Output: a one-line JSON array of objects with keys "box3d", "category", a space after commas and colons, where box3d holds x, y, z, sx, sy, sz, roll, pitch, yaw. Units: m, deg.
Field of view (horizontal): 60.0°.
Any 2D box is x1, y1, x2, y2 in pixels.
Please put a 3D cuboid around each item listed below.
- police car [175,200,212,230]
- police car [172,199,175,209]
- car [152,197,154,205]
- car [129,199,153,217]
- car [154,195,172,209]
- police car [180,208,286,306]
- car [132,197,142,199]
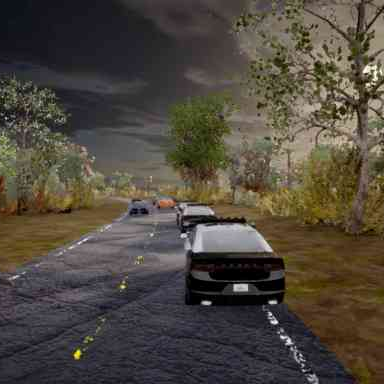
[{"box3d": [0.241, 1.424, 18.310, 1.930, 1.638, 5.238, 0, 0, -4], "category": "police car"}, {"box3d": [-0.221, 1.423, 24.340, 1.930, 1.638, 5.238, 0, 0, -5], "category": "police car"}, {"box3d": [-5.860, 1.346, 57.952, 2.097, 1.767, 4.553, 0, 0, -12], "category": "car"}, {"box3d": [-4.947, 1.599, 31.662, 1.895, 1.301, 4.718, 0, 0, -6], "category": "car"}, {"box3d": [-3.686, 1.348, 45.655, 2.097, 1.767, 4.553, 0, 0, -9], "category": "car"}, {"box3d": [0.745, 1.425, 8.244, 1.930, 1.638, 5.238, 0, 0, -2], "category": "police car"}, {"box3d": [-11.136, 1.595, 67.287, 1.895, 1.301, 4.718, 0, 0, -13], "category": "car"}]
